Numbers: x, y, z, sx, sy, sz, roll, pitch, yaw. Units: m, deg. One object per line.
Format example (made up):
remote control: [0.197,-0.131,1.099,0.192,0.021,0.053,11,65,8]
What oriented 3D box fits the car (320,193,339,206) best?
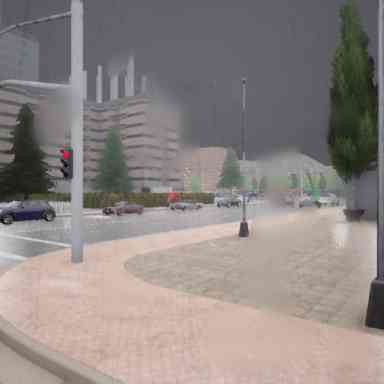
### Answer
car: [22.085,1.221,53.721,2.150,2.045,5.566,0,0,36]

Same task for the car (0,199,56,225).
car: [-12.480,1.352,24.376,2.097,1.767,4.553,0,0,36]

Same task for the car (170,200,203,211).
car: [-0.665,1.601,40.619,1.895,1.301,4.718,0,0,36]

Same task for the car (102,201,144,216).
car: [-6.636,1.564,32.426,1.994,1.385,4.181,0,0,36]

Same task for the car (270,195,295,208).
car: [13.246,1.505,47.516,1.837,1.490,4.892,0,0,36]

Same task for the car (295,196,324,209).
car: [16.239,1.564,45.685,1.994,1.385,4.181,0,0,36]

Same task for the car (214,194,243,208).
car: [5.484,1.505,49.009,1.837,1.490,4.892,0,0,37]

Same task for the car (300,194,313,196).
car: [19.526,1.526,56.157,1.812,1.442,4.674,0,0,36]
